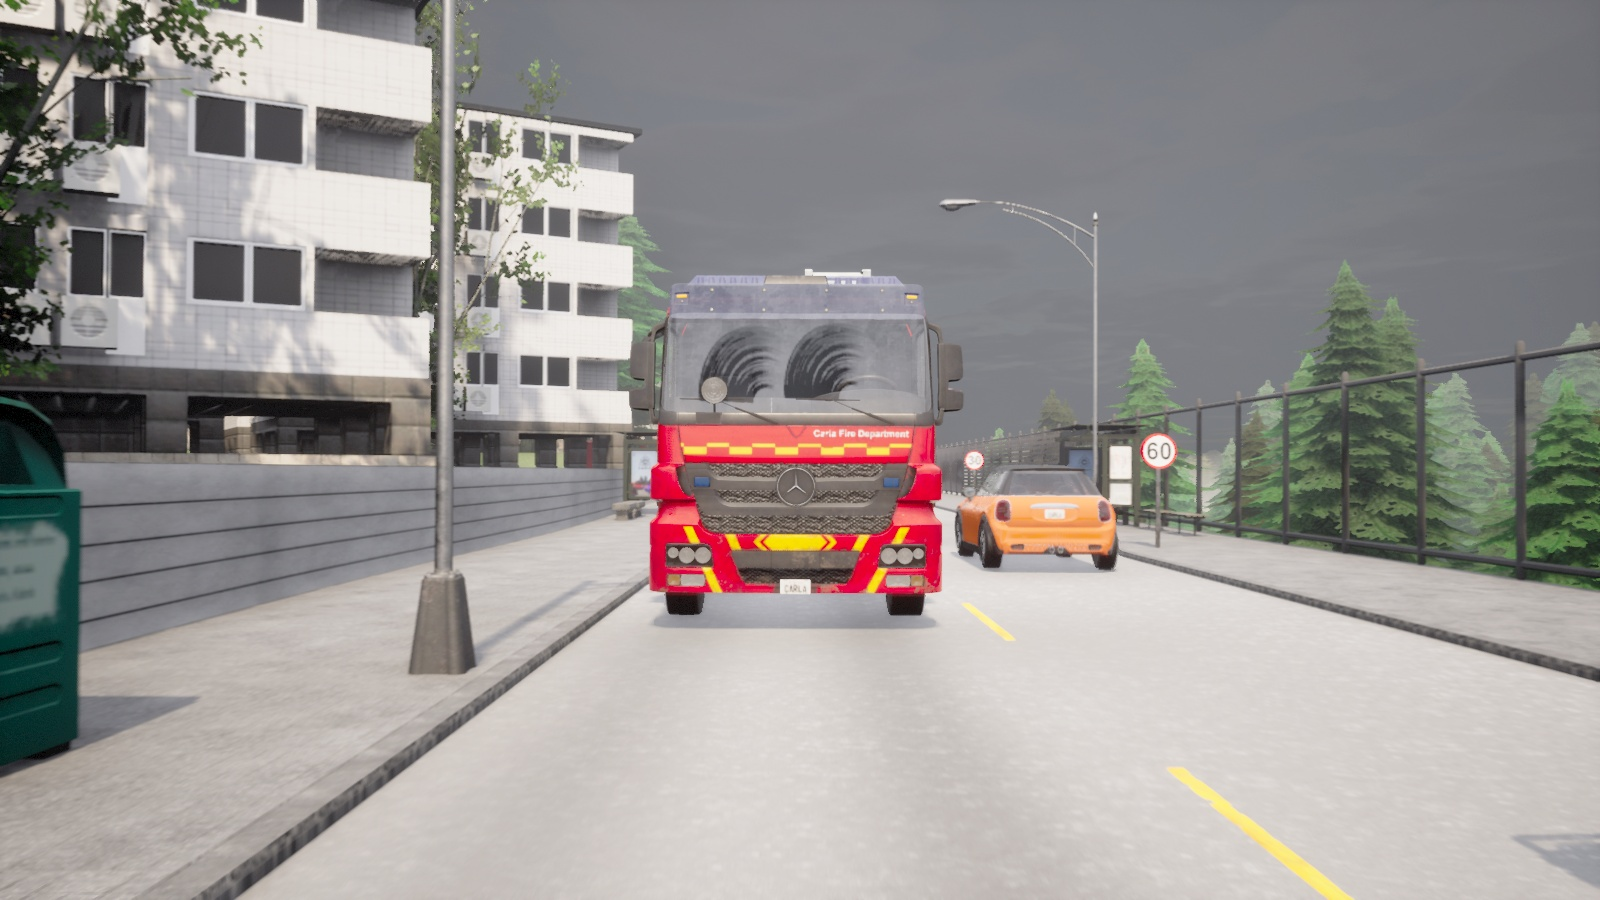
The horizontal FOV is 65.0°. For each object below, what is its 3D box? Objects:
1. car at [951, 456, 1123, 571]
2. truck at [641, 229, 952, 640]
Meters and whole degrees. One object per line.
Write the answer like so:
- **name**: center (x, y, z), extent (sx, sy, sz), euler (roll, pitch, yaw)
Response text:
- **car**: center (3.942, 1.021, 21.749), extent (2.097, 1.767, 4.553), euler (0, -1, 0)
- **truck**: center (-0.046, -0.083, 15.963), extent (2.891, 3.827, 8.468), euler (0, -1, 0)
